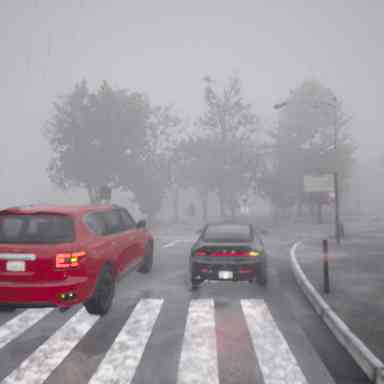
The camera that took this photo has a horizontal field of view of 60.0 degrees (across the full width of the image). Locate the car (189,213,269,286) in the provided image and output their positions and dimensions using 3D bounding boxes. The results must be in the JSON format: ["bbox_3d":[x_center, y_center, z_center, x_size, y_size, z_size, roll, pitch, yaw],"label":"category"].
[{"bbox_3d":[1.119,1.543,9.545,1.837,1.490,4.892,-1,0,9],"label":"car"}]

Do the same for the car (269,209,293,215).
[{"bbox_3d":[18.883,4.306,70.693,4.902,1.511,2.128,-3,-6,37],"label":"car"}]

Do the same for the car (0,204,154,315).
[{"bbox_3d":[-2.474,1.287,7.920,2.150,2.045,5.566,-1,-1,7],"label":"car"}]
